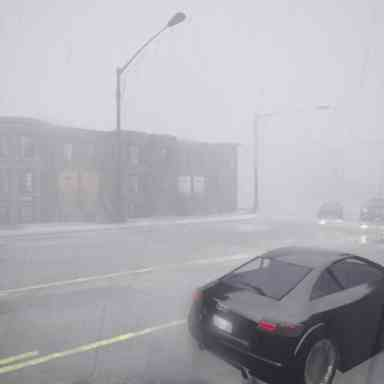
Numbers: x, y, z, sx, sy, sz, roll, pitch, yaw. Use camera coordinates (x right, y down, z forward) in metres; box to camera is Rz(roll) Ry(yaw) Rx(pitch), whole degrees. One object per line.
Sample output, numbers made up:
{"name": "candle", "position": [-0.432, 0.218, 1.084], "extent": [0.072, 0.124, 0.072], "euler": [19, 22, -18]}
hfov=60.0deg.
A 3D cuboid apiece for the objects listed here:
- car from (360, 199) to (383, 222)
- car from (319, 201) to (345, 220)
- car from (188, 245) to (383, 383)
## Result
{"name": "car", "position": [14.025, 1.324, 25.177], "extent": [2.097, 1.767, 4.553], "euler": [0, 0, 29]}
{"name": "car", "position": [12.100, 1.520, 28.658], "extent": [2.033, 1.411, 5.357], "euler": [0, 0, 26]}
{"name": "car", "position": [2.008, 1.560, 5.203], "extent": [4.181, 1.385, 1.994], "euler": [0, 0, -35]}
